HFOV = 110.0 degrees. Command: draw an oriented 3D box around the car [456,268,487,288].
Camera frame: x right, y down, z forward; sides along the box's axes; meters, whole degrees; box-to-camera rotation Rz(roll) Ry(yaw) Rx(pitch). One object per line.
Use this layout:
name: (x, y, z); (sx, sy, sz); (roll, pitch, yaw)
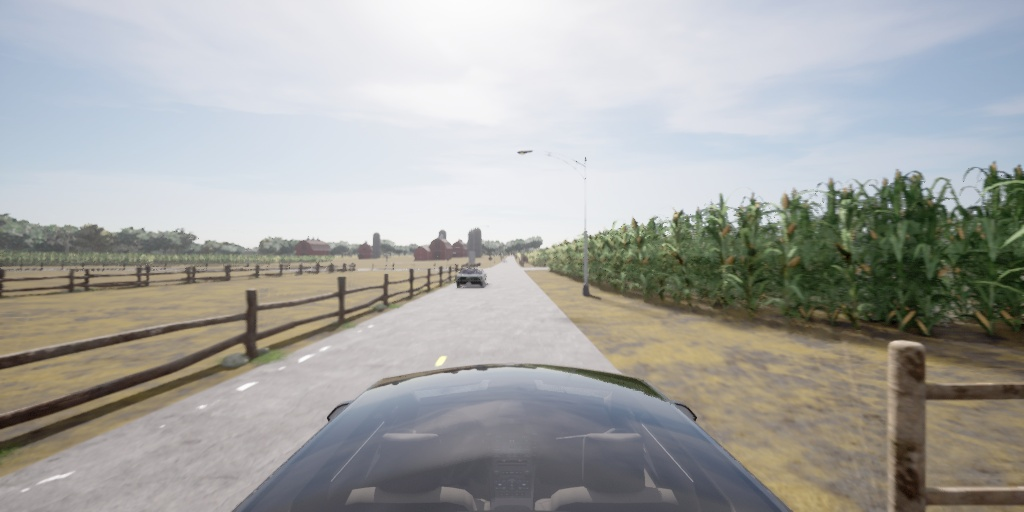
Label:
car: (-2.847, 1.525, 25.858); (1.895, 1.301, 4.718); (0, 0, 0)
